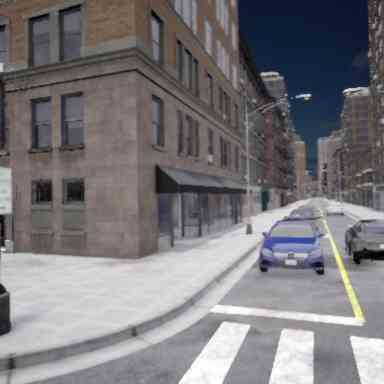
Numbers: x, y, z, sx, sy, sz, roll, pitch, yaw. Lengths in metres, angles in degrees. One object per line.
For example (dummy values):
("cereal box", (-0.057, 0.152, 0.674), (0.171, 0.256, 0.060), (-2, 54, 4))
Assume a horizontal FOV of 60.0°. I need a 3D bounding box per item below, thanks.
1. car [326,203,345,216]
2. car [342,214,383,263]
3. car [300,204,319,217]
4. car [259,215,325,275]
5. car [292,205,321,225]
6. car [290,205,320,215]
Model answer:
("car", (17.208, 2.038, 39.967), (1.812, 1.442, 4.674), (-2, -1, 21))
("car", (6.840, 1.703, 12.306), (1.994, 1.385, 4.181), (-2, -1, 22))
("car", (13.744, 2.159, 38.846), (1.895, 1.301, 4.718), (-2, -1, 21))
("car", (3.461, 1.712, 11.362), (1.812, 1.442, 4.674), (-2, -1, 19))
("car", (9.952, 1.915, 28.776), (2.128, 1.511, 4.902), (-2, -1, 20))
("car", (6.665, 1.796, 19.957), (2.128, 1.511, 4.902), (-2, -1, 21))
